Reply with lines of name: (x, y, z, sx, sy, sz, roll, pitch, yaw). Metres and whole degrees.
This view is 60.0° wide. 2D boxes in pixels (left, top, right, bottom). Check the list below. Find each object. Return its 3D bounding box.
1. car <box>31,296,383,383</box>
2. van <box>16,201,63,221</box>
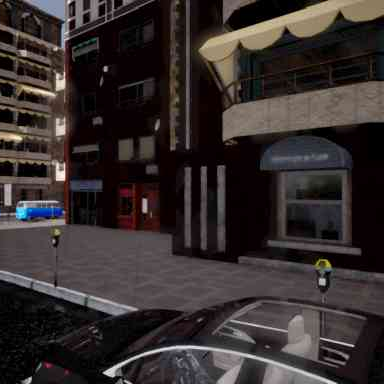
car: (0.504, 1.551, 2.515, 4.403, 1.369, 2.008, 0, 0, 36)
van: (-13.751, 1.707, 30.187, 1.690, 1.788, 3.998, -1, -2, 35)
